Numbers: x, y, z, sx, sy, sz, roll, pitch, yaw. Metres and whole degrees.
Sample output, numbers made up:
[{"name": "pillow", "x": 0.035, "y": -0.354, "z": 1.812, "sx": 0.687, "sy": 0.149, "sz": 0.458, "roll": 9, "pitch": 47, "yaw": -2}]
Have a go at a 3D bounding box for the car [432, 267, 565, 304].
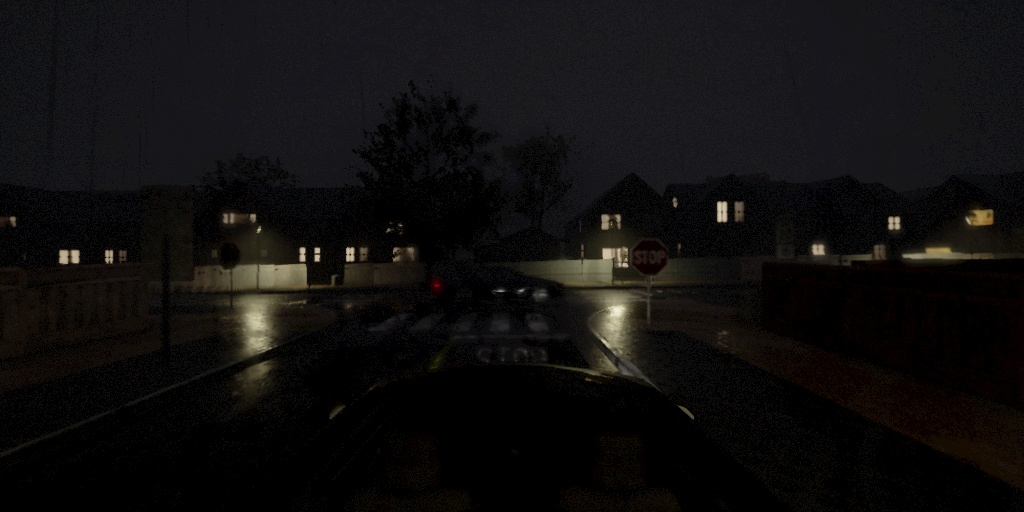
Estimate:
[{"name": "car", "x": -0.554, "y": 1.180, "z": 14.941, "sx": 5.357, "sy": 1.411, "sz": 2.033, "roll": 0, "pitch": 0, "yaw": 0}]
